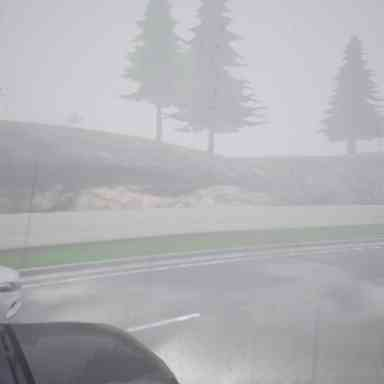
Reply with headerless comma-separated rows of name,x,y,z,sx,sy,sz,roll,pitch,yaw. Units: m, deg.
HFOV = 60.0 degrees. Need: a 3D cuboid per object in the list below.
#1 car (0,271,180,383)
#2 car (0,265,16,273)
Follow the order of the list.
car,-2.006,1.536,1.982,4.181,1.385,1.994,0,1,-36
car,-4.946,1.463,4.549,4.674,1.442,1.812,0,0,-37
